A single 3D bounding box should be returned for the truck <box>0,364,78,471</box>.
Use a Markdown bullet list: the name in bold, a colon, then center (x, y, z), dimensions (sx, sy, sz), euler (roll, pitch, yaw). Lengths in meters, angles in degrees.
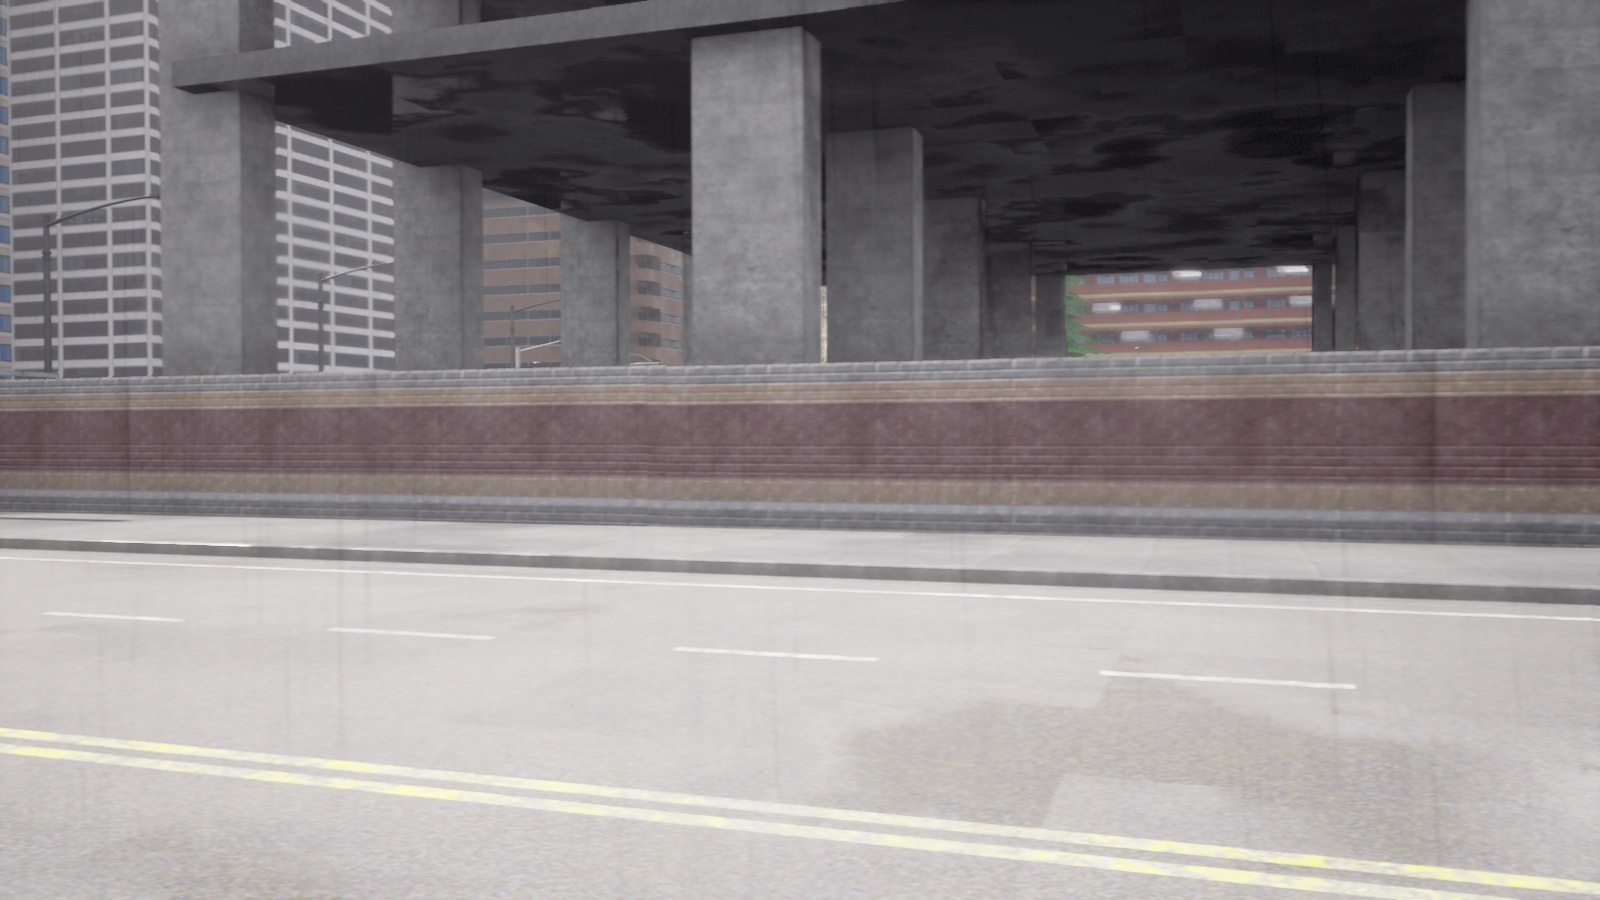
- **truck**: center (-30.162, -1.158, 44.116), dimensions (2.891, 3.827, 8.468), euler (1, 1, 19)
